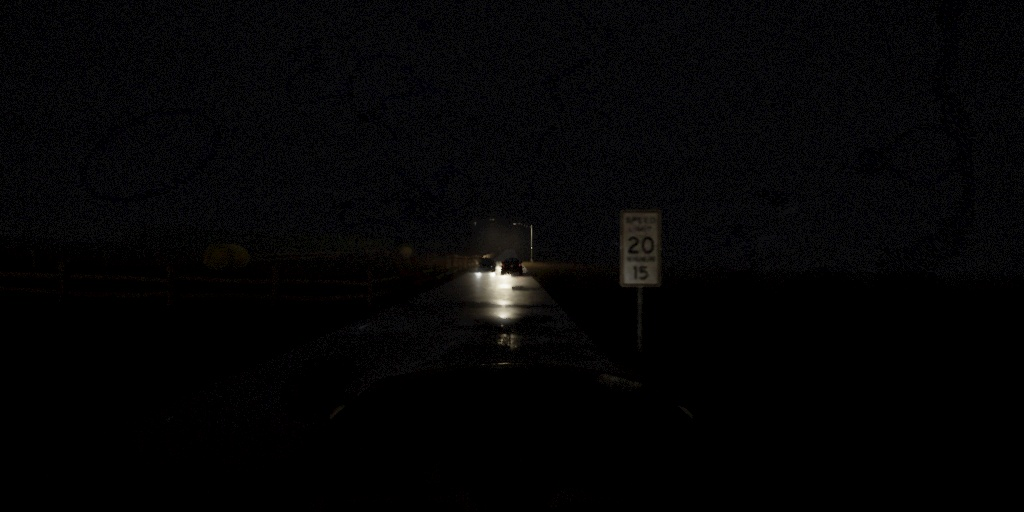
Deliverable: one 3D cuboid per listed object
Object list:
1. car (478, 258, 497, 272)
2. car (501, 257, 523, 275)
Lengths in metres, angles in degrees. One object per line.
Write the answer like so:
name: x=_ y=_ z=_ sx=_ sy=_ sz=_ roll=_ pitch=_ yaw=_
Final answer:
car: x=-2.768 y=1.016 z=41.306 sx=1.837 sy=1.490 sz=4.892 roll=0 pitch=1 yaw=0
car: x=-0.014 y=0.942 z=35.954 sx=2.097 sy=1.767 sz=4.553 roll=0 pitch=1 yaw=0
